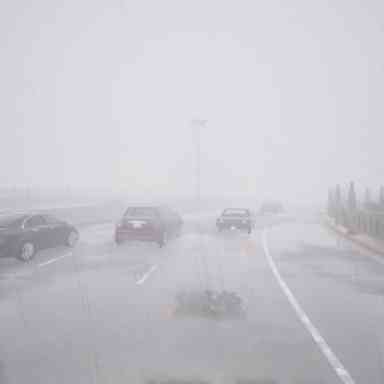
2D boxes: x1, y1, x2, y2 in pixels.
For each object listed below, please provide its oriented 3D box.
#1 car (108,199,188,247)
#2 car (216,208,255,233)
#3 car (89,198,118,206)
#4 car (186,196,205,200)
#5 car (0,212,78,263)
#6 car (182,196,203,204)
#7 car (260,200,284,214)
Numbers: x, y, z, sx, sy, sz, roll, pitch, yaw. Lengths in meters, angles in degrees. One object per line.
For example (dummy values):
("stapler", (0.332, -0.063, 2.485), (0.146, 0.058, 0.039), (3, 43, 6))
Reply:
("car", (-1.782, 1.337, 15.223), (2.097, 1.767, 4.553), (0, 0, 10))
("car", (2.723, 1.604, 19.804), (1.895, 1.301, 4.718), (0, 0, 14))
("car", (-9.780, 1.416, 38.161), (1.882, 1.535, 5.008), (0, 0, 22))
("car", (0.940, 1.528, 51.790), (2.033, 1.411, 5.357), (0, 0, 31))
("car", (-5.866, 1.473, 11.957), (1.837, 1.490, 4.892), (0, 0, 8))
("car", (0.187, 1.514, 64.190), (1.837, 1.490, 4.892), (0, 0, 31))
("car", (8.780, 1.549, 36.482), (1.812, 1.442, 4.674), (0, 0, 25))
